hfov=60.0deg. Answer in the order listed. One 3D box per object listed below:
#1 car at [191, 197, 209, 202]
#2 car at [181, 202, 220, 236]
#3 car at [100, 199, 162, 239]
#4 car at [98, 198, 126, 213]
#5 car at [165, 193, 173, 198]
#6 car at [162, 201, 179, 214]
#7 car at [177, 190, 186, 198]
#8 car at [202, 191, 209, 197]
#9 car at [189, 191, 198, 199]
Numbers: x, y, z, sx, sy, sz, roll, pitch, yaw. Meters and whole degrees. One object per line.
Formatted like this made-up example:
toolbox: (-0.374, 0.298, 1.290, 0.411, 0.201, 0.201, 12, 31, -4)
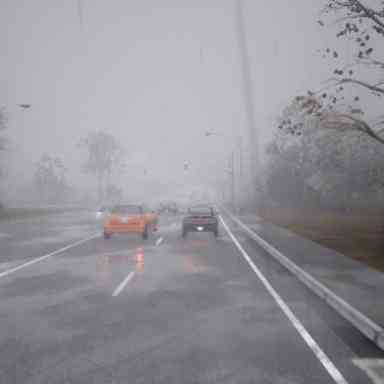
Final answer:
car: (1.065, 1.536, 34.122, 1.812, 1.442, 4.674, 0, 0, 3)
car: (0.462, 1.510, 18.440, 1.837, 1.490, 4.892, 0, 0, 2)
car: (-3.063, 1.355, 17.518, 2.097, 1.767, 4.553, 0, 0, 2)
car: (-9.304, 1.551, 39.084, 1.837, 1.490, 4.892, 0, 0, 3)
car: (-6.514, 0.926, 95.367, 2.033, 1.411, 5.357, 0, 3, 3)
car: (-2.409, 1.609, 34.731, 1.895, 1.301, 4.718, 0, 0, 2)
car: (-3.020, 0.616, 95.148, 2.150, 2.045, 5.566, 0, 3, 3)
car: (3.631, 1.147, 87.957, 2.033, 1.411, 5.357, 0, 3, 3)
car: (0.156, 1.102, 88.544, 1.837, 1.490, 4.892, 0, 3, 3)
